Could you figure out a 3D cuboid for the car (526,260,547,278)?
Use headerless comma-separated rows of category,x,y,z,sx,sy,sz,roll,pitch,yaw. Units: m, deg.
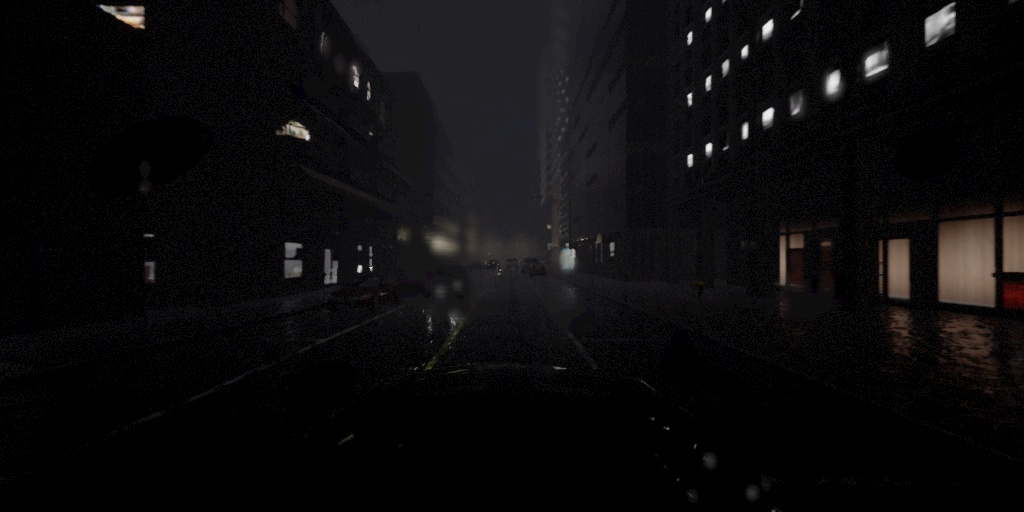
car,2.693,1.452,37.128,1.751,1.417,4.829,0,0,0

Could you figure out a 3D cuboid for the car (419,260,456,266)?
car,-5.689,1.183,25.661,2.192,1.841,5.009,0,0,0

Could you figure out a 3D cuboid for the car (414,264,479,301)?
car,-3.098,1.321,18.029,2.128,1.511,4.902,0,0,0

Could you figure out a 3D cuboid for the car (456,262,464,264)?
car,-5.687,1.366,36.959,1.967,1.591,4.097,0,0,0

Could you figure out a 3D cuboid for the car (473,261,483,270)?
car,-5.686,1.613,59.552,1.948,1.339,4.313,0,0,0

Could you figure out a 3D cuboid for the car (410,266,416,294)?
car,-5.688,1.422,20.013,1.802,1.307,4.207,0,0,0

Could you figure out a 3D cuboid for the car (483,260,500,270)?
car,-3.047,1.396,58.983,2.097,1.767,4.553,0,0,1

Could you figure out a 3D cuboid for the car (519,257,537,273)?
car,2.398,1.211,47.800,2.150,2.045,5.566,0,0,0

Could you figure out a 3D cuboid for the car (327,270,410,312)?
car,-5.689,1.393,14.364,1.802,1.307,4.207,0,0,0
